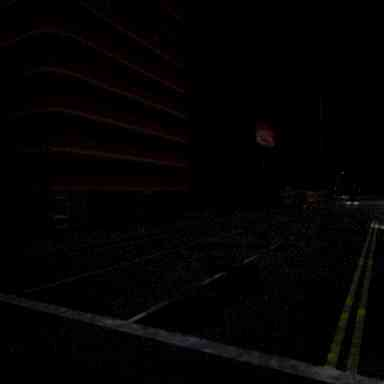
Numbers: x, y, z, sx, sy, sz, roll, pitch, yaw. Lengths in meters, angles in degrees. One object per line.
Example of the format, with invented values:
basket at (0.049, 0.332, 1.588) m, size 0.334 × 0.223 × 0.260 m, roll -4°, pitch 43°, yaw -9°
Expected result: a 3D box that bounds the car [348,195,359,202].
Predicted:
car at (35.729, 1.508, 73.740) m, size 1.812 × 1.442 × 4.674 m, roll -1°, pitch -1°, yaw 30°
